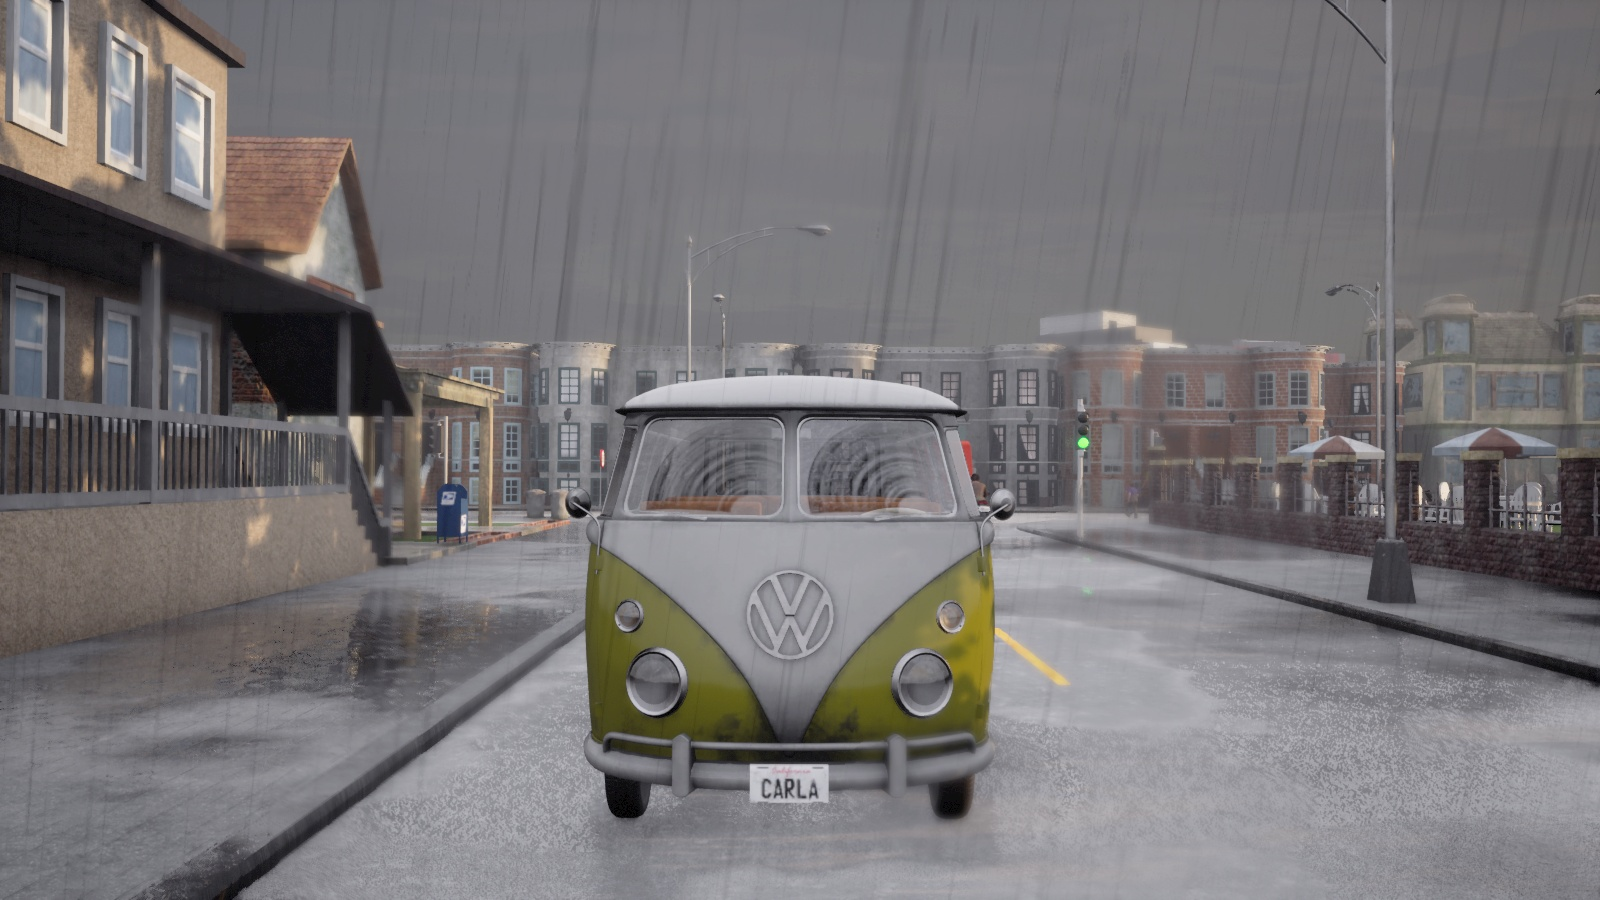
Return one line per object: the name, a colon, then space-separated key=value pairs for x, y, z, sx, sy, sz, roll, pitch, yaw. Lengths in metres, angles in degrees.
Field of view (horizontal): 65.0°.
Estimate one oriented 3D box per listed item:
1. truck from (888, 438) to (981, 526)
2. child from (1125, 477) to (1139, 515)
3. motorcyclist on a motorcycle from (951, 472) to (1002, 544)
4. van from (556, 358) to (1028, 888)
truck: x=4.035 y=0.954 z=38.365 sx=2.627 sy=2.467 sz=5.204 roll=0 pitch=-1 yaw=4
child: x=11.280 y=1.560 z=42.655 sx=0.270 sy=1.263 sz=0.437 roll=0 pitch=-1 yaw=-15
motorcyclist on a motorcycle: x=3.852 y=1.243 z=27.571 sx=0.797 sy=1.523 sz=2.044 roll=0 pitch=-1 yaw=0
van: x=-0.043 y=0.684 z=6.958 sx=1.775 sy=1.987 sz=4.442 roll=0 pitch=-1 yaw=0
